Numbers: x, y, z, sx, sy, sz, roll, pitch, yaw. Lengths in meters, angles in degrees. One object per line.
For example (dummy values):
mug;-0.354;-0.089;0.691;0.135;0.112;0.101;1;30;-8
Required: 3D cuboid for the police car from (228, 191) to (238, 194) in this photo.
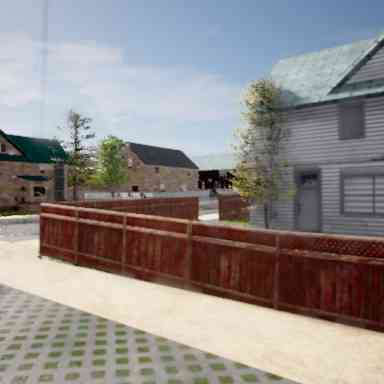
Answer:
police car;5.659;0.571;40.482;2.038;1.542;4.974;0;1;36
